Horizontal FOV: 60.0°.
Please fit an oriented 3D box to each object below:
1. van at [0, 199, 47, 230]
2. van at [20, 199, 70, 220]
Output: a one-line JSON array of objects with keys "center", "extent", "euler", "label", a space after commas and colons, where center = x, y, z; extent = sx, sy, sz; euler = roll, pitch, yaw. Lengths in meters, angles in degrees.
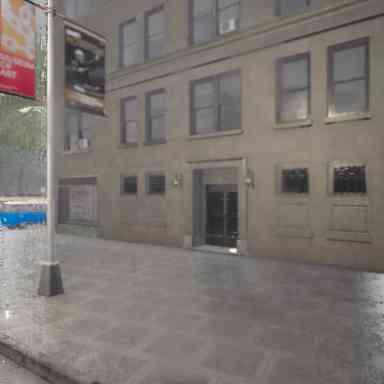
[{"center": [-10.272, 1.489, 21.842], "extent": [1.690, 1.788, 3.998], "euler": [-1, -1, 36], "label": "van"}, {"center": [-13.801, 1.549, 31.442], "extent": [1.690, 1.788, 3.998], "euler": [-1, -1, 36], "label": "van"}]
